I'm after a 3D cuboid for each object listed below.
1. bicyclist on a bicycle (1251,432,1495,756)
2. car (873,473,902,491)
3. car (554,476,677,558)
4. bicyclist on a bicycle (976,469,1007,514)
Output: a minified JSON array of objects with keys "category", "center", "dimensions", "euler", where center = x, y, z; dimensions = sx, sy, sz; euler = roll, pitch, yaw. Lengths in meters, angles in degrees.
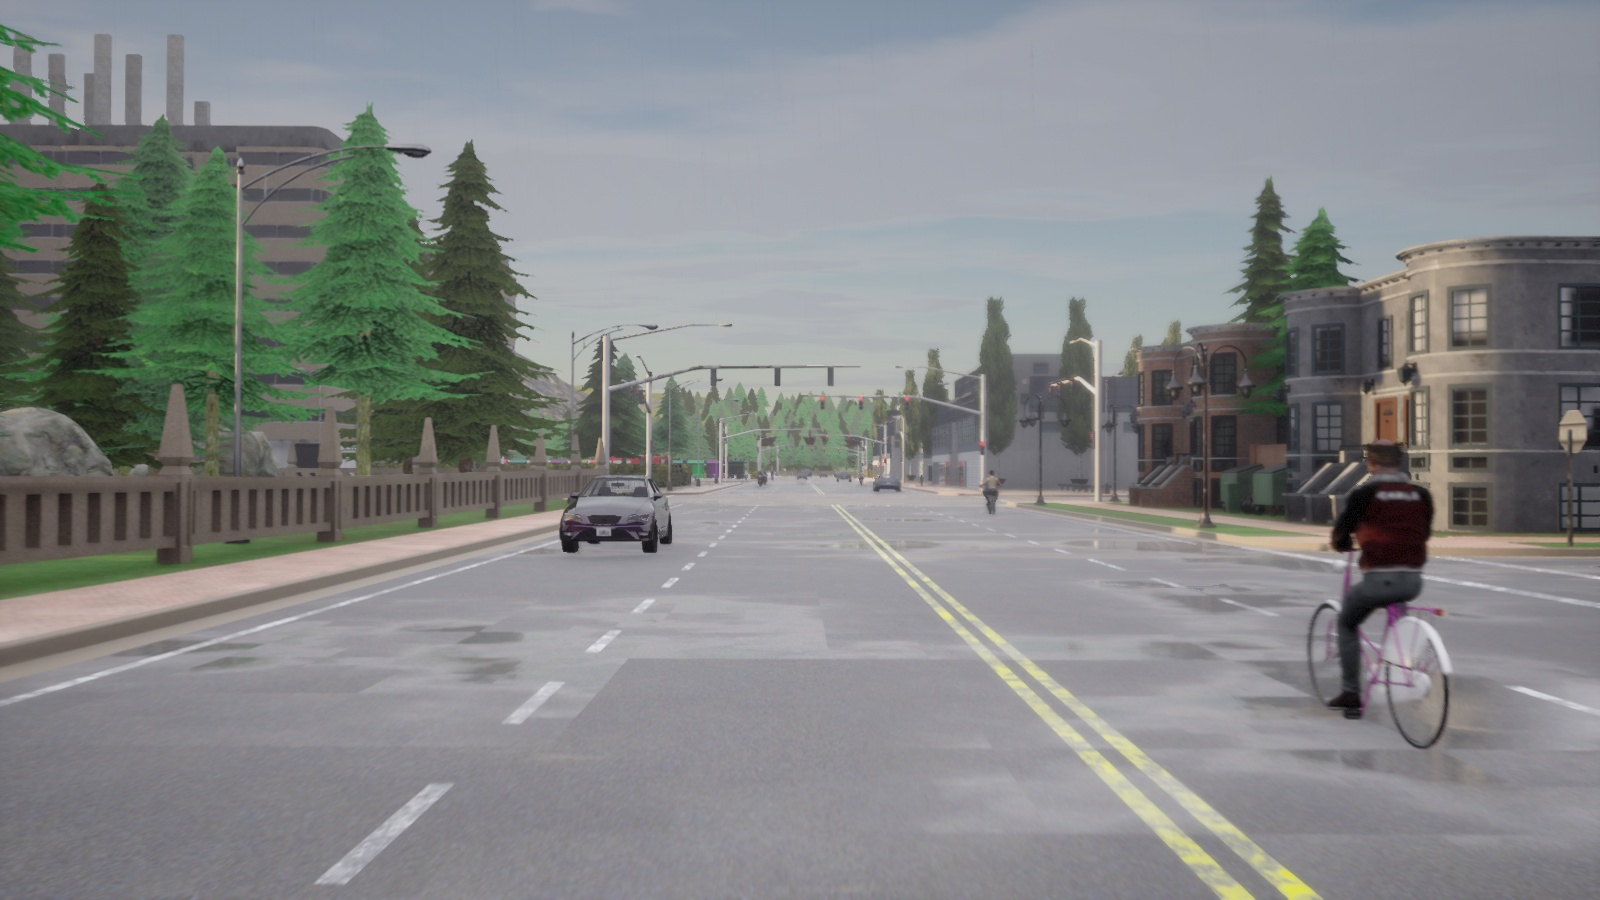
[{"category":"bicyclist on a bicycle","center":[3.481,0.802,7.828],"dimensions":[0.659,1.776,1.843],"euler":[0,-1,0]},{"category":"car","center":[6.761,2.482,97.587],"dimensions":[1.994,1.385,4.181],"euler":[0,-1,0]},{"category":"car","center":[-3.561,1.259,24.909],"dimensions":[1.816,1.474,4.193],"euler":[0,-1,0]},{"category":"bicyclist on a bicycle","center":[6.886,1.480,45.279],"dimensions":[0.866,1.612,1.509],"euler":[0,-1,0]}]
